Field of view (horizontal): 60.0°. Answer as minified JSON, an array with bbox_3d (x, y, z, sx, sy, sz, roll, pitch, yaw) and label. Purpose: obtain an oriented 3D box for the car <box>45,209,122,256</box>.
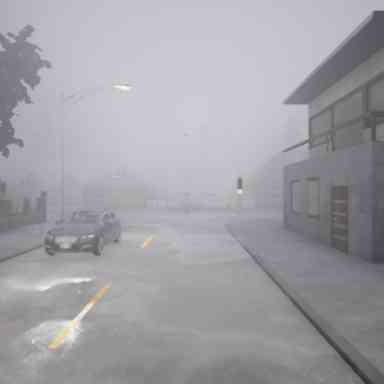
[{"bbox_3d":[-4.051,1.462,13.109,2.128,1.511,4.902,0,0,0],"label":"car"}]
